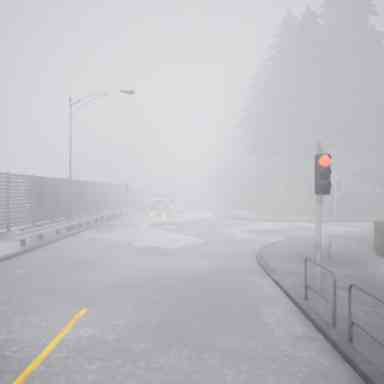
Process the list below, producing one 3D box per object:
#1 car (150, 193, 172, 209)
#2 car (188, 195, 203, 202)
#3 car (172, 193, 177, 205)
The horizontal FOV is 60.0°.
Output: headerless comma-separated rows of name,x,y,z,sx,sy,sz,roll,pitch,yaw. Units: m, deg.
car,-4.138,1.133,43.416,2.150,2.045,5.566,0,0,0
car,0.769,1.377,72.392,1.812,1.442,4.674,0,0,26
car,-4.123,1.109,56.054,2.150,2.045,5.566,0,0,0
